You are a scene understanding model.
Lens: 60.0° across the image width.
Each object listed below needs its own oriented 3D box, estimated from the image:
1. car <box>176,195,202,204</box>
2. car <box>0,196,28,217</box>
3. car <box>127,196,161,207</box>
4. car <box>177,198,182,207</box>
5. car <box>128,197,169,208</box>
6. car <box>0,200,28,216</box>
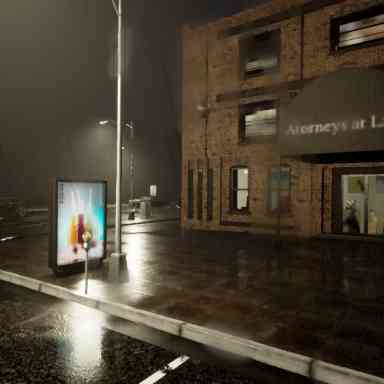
[{"bbox_3d":[-0.410,1.180,54.074,1.812,1.442,4.674,1,1,37],"label":"car"},{"bbox_3d":[-16.000,1.232,27.128,2.097,1.767,4.553,1,1,35],"label":"car"},{"bbox_3d":[-6.521,1.315,45.748,1.895,1.301,4.718,1,1,36],"label":"car"},{"bbox_3d":[0.272,1.263,43.706,1.882,1.535,5.008,1,1,36],"label":"car"},{"bbox_3d":[-5.148,1.315,42.127,2.033,1.411,5.357,1,1,36],"label":"car"},{"bbox_3d":[-17.740,1.429,30.340,1.895,1.301,4.718,1,1,33],"label":"car"}]
